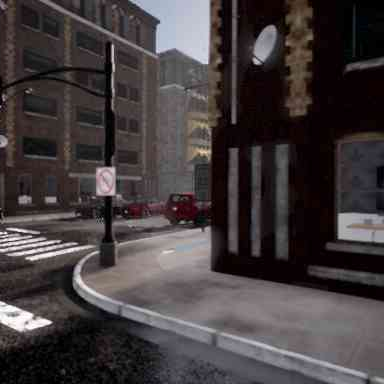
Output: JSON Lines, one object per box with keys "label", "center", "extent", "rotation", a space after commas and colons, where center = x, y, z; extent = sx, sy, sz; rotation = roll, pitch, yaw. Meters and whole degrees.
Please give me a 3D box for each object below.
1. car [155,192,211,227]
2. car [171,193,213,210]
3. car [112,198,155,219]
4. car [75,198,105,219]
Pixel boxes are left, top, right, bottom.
{"label": "car", "center": [0.486, 0.917, 19.329], "extent": [2.192, 1.841, 5.009], "rotation": [2, 2, 35]}
{"label": "car", "center": [0.048, 0.889, 33.191], "extent": [1.887, 1.381, 4.507], "rotation": [2, 2, 35]}
{"label": "car", "center": [-3.266, 1.099, 23.906], "extent": [1.994, 1.385, 4.181], "rotation": [1, 1, 35]}
{"label": "car", "center": [-6.350, 1.107, 24.186], "extent": [1.947, 1.339, 4.313], "rotation": [2, 2, 35]}
